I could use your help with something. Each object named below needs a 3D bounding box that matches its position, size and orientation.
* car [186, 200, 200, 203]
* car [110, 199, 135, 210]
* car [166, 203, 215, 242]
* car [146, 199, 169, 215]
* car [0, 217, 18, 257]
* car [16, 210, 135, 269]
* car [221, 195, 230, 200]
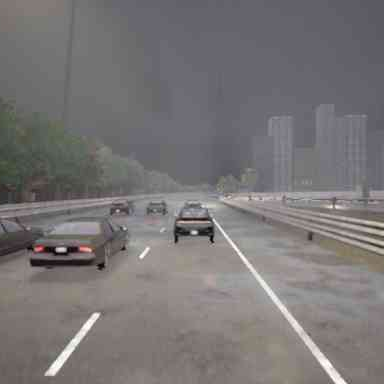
[{"bbox_3d":[0.091,1.518,34.500,1.812,1.442,4.674,0,0,0],"label":"car"},{"bbox_3d":[-6.911,1.498,33.449,1.837,1.490,4.892,0,0,0],"label":"car"},{"bbox_3d":[0.094,1.495,16.455,2.128,1.511,4.902,0,0,0],"label":"car"},{"bbox_3d":[-3.410,1.485,33.301,2.128,1.511,4.902,0,0,0],"label":"car"},{"bbox_3d":[-6.902,1.549,11.112,2.033,1.411,5.357,0,0,0],"label":"car"},{"bbox_3d":[-3.402,1.550,11.150,2.033,1.411,5.357,0,0,0],"label":"car"},{"bbox_3d":[7.960,1.393,82.486,1.994,1.385,4.181,0,0,-12],"label":"car"}]
